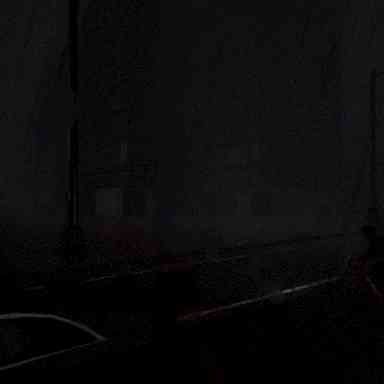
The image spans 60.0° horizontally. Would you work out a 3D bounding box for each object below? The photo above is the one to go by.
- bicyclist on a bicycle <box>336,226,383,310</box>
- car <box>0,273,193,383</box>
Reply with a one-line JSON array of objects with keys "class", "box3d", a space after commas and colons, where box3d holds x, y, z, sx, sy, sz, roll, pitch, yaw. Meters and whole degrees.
[{"class": "bicyclist on a bicycle", "box3d": [3.388, 1.453, 6.061, 0.582, 1.620, 1.656, 0, 0, -35]}, {"class": "car", "box3d": [-2.298, 1.491, 2.362, 4.902, 1.511, 2.128, 0, 0, -35]}]
